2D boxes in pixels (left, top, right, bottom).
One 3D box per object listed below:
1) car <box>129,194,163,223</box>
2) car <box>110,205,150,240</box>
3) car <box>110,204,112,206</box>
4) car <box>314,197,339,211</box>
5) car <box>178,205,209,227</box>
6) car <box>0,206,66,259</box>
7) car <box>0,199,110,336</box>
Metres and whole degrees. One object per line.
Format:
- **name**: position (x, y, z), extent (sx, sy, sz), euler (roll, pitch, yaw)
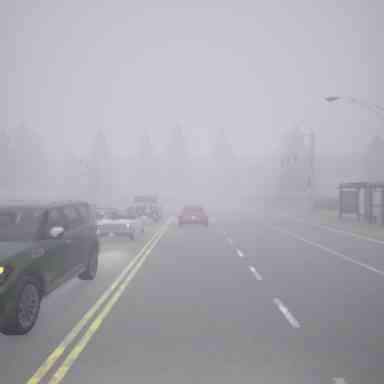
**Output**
- **car**: position (-3.501, 1.191, 25.530), extent (2.150, 2.045, 5.566), euler (0, 0, 0)
- **car**: position (-3.550, 1.584, 16.981), extent (1.895, 1.301, 4.718), euler (0, 0, 1)
- **car**: position (-7.001, 1.582, 25.531), extent (1.895, 1.301, 4.718), euler (0, 0, 0)
- **car**: position (16.401, 1.409, 38.123), extent (4.892, 1.490, 1.837), euler (0, -1, -1)
- **car**: position (0.092, 1.541, 22.511), extent (1.994, 1.385, 4.181), euler (0, 0, 0)
- **car**: position (-7.071, 1.464, 13.604), extent (1.882, 1.535, 5.008), euler (0, 0, 0)
- **car**: position (-3.603, 1.214, 7.022), extent (2.150, 2.045, 5.566), euler (0, 0, 1)
